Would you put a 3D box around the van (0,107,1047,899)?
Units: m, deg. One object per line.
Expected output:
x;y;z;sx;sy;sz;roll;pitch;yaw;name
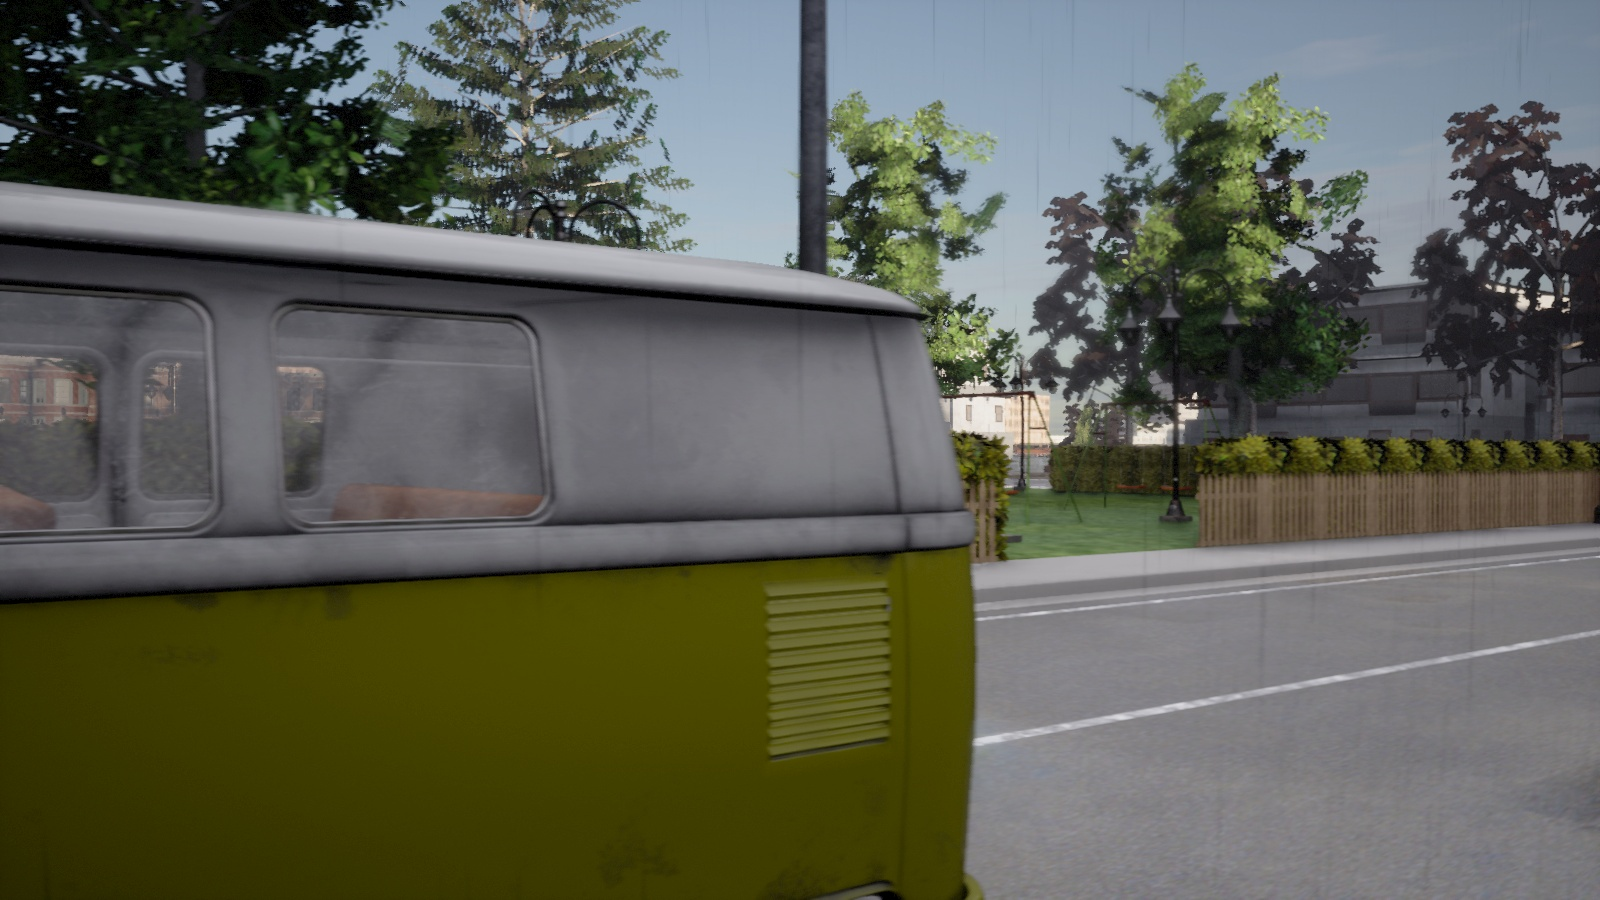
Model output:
-1.738;0.507;2.452;4.442;1.987;1.775;0;0;-35;van
